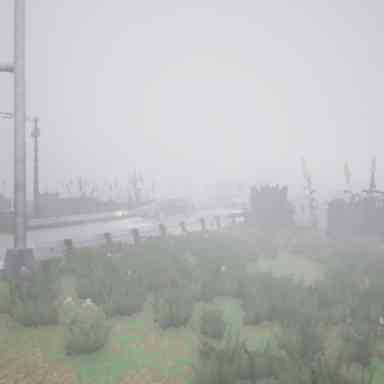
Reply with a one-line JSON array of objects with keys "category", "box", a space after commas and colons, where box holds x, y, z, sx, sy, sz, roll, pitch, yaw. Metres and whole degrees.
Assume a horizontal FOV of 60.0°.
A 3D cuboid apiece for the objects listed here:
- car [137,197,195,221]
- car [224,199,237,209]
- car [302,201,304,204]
[{"category": "car", "box": [-1.826, 1.158, 24.249, 1.837, 1.490, 4.892, 0, 3, 41]}, {"category": "car", "box": [5.029, 0.875, 31.904, 1.812, 1.442, 4.674, 0, 1, 43]}, {"category": "car", "box": [12.205, 0.882, 39.558, 1.882, 1.535, 5.008, 0, -2, 44]}]
